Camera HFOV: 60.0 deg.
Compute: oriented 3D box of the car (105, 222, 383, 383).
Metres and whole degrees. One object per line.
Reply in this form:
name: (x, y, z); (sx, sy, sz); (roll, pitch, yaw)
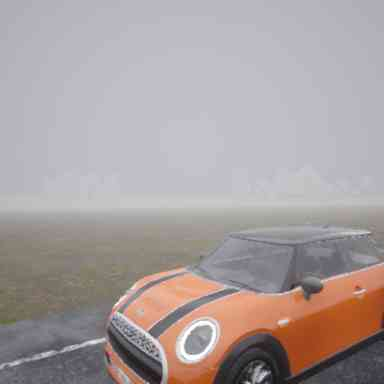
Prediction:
car: (1.134, 1.347, 4.765); (4.553, 1.767, 2.097); (0, 0, -35)
